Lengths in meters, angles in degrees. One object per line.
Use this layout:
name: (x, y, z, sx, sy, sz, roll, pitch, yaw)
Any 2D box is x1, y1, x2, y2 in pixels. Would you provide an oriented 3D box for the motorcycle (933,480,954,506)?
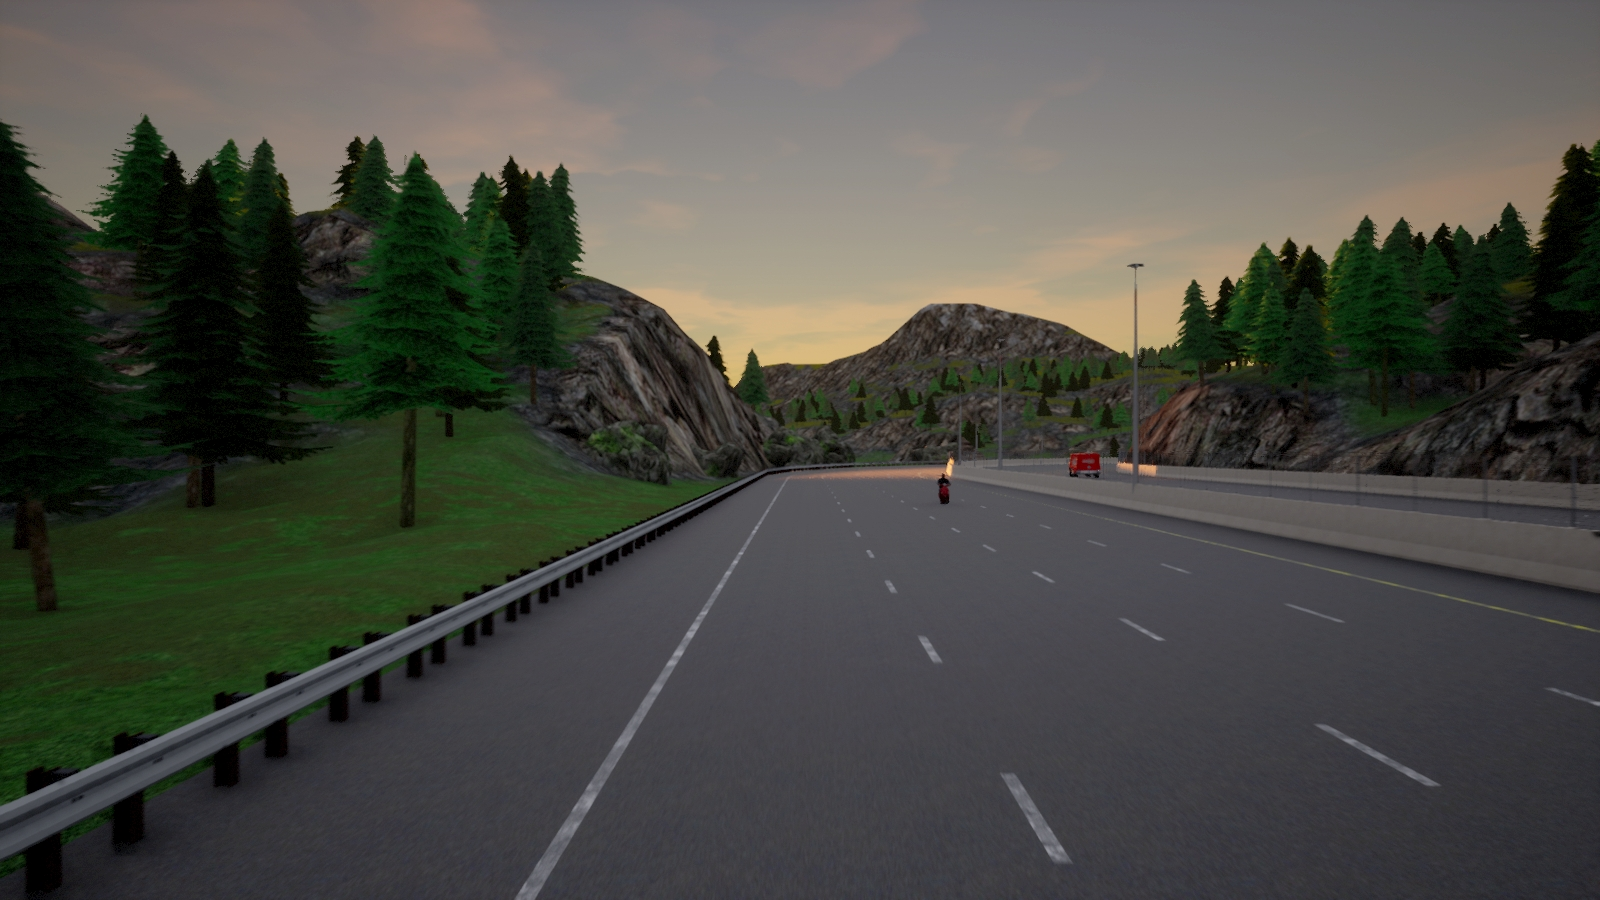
motorcycle: (7.275, 2.182, 57.863, 0.856, 1.236, 1.805, 0, 0, 0)
